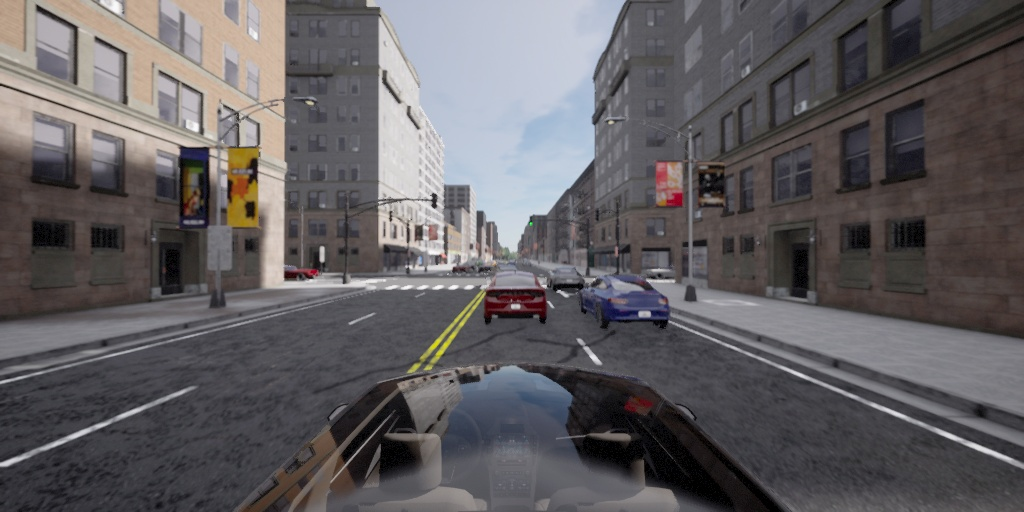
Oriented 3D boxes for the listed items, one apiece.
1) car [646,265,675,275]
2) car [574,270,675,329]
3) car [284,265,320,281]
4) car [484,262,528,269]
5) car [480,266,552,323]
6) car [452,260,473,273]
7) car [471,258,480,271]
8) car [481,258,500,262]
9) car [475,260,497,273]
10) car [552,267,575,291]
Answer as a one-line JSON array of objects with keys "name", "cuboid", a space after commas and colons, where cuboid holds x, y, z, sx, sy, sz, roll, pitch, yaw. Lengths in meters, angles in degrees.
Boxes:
[{"name": "car", "cuboid": [15.048, 1.528, 33.666, 4.718, 1.301, 1.895, 0, 0, 1]}, {"name": "car", "cuboid": [3.347, 1.313, 11.340, 1.812, 1.442, 4.674, 0, 0, 0]}, {"name": "car", "cuboid": [-19.274, 1.444, 30.845, 4.718, 1.301, 1.895, 0, 0, -2]}, {"name": "car", "cuboid": [-0.518, 1.344, 24.022, 1.837, 1.490, 4.892, 1, 0, -10]}, {"name": "car", "cuboid": [0.099, 1.270, 12.430, 1.882, 1.535, 5.008, 0, 0, 0]}, {"name": "car", "cuboid": [-6.608, 1.535, 46.877, 1.895, 1.301, 4.718, 0, 0, 0]}, {"name": "car", "cuboid": [-6.591, 1.475, 55.979, 1.837, 1.490, 4.892, 0, 0, 0]}, {"name": "car", "cuboid": [-3.338, 1.449, 56.318, 1.882, 1.535, 5.008, 0, 0, 0]}, {"name": "car", "cuboid": [-3.347, 1.535, 46.925, 1.895, 1.301, 4.718, 0, 0, 0]}, {"name": "car", "cuboid": [3.309, 1.397, 22.544, 1.994, 1.385, 4.181, 0, 0, 1]}]
